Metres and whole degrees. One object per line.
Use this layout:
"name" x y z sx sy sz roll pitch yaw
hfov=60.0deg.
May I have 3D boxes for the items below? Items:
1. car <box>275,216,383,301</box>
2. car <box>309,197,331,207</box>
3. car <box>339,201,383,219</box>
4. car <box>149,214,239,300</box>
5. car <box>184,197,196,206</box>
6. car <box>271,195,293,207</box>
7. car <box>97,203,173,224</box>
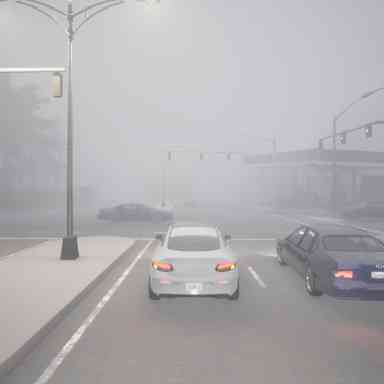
"car" 3.515 1.545 8.524 2.033 1.411 5.357 0 0 3
"car" 18.651 1.433 48.642 1.970 1.475 3.806 0 0 0
"car" 14.761 1.523 27.708 4.674 1.442 1.812 0 0 -1
"car" 0.036 1.516 8.218 1.812 1.442 4.674 0 0 0
"car" -0.219 1.456 53.272 1.812 1.442 4.674 0 0 0
"car" 12.911 1.261 47.843 2.242 1.667 4.611 0 0 0
"car" -3.969 1.509 23.881 5.357 1.411 2.033 0 0 1
